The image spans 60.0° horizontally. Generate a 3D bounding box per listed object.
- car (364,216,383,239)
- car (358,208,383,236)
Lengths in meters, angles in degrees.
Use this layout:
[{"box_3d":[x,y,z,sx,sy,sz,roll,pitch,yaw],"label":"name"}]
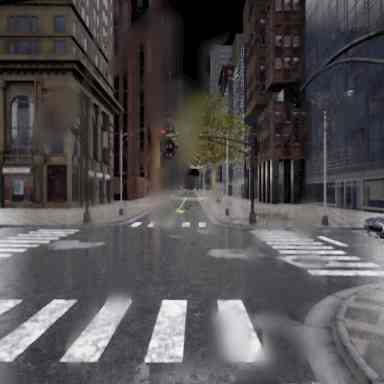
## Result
[{"box_3d":[10.869,1.435,15.765,4.553,1.767,2.097,0,0,0],"label":"car"},{"box_3d":[11.901,1.641,18.429,4.403,1.369,2.008,0,0,0],"label":"car"}]
